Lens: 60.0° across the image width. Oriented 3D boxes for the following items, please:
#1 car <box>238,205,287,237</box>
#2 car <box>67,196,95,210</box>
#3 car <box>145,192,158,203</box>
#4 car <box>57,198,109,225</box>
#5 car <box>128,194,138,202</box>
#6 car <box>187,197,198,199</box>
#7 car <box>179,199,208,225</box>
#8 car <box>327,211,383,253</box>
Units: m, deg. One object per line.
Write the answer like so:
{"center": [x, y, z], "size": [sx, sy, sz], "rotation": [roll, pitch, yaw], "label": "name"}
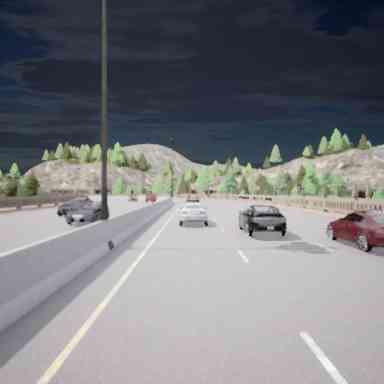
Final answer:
{"center": [3.602, 1.424, 17.638], "size": [2.128, 1.511, 4.902], "rotation": [0, 0, 0], "label": "car"}
{"center": [-14.086, 1.354, 42.529], "size": [1.882, 1.535, 5.008], "rotation": [0, 0, 0], "label": "car"}
{"center": [-7.928, 1.103, 64.903], "size": [2.150, 2.045, 5.566], "rotation": [0, 0, -8], "label": "car"}
{"center": [-7.095, 1.408, 23.010], "size": [2.128, 1.511, 4.902], "rotation": [0, 0, 0], "label": "car"}
{"center": [-12.792, 1.238, 71.714], "size": [2.097, 1.767, 4.553], "rotation": [0, 0, -13], "label": "car"}
{"center": [0.104, 1.370, 40.832], "size": [2.128, 1.511, 4.902], "rotation": [0, 0, 0], "label": "car"}
{"center": [0.103, 1.442, 23.027], "size": [1.812, 1.442, 4.674], "rotation": [0, 0, 0], "label": "car"}
{"center": [7.101, 1.472, 13.373], "size": [1.812, 1.442, 4.674], "rotation": [0, 0, 0], "label": "car"}
